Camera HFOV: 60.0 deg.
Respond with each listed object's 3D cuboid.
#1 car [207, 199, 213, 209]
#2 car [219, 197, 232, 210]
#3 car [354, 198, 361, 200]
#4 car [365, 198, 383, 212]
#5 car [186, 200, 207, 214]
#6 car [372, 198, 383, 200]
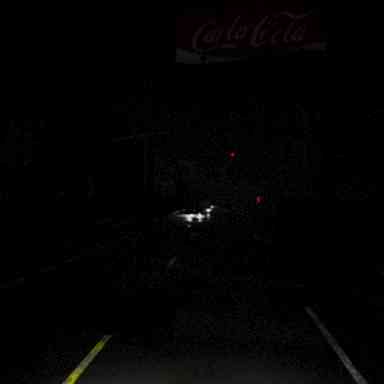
[{"bbox_3d":[2.142,2.109,56.662,1.812,1.442,4.674,0,-1,6],"label":"car"},{"bbox_3d":[5.248,2.032,52.033,2.128,1.511,4.902,0,-1,6],"label":"car"},{"bbox_3d":[32.321,2.083,65.995,2.152,1.636,5.027,0,-1,6],"label":"car"},{"bbox_3d":[27.455,1.843,49.015,1.932,1.855,4.605,0,-1,6],"label":"car"},{"bbox_3d":[0.452,1.979,40.544,1.994,1.385,4.181,0,-1,6],"label":"car"},{"bbox_3d":[23.396,1.739,41.517,1.905,1.878,3.866,0,-1,6],"label":"car"}]
